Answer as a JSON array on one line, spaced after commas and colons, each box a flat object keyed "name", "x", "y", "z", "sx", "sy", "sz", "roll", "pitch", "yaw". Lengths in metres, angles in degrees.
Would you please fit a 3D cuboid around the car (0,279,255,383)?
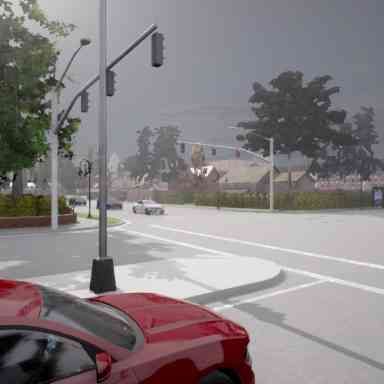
[{"name": "car", "x": -1.680, "y": 1.478, "z": 2.570, "sx": 5.008, "sy": 1.535, "sz": 1.882, "roll": 0, "pitch": 0, "yaw": -35}]

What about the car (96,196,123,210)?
[{"name": "car", "x": -10.541, "y": 1.353, "z": 42.578, "sx": 2.097, "sy": 1.767, "sz": 4.553, "roll": 0, "pitch": 0, "yaw": -36}]

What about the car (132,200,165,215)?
[{"name": "car", "x": -4.618, "y": 1.526, "z": 34.389, "sx": 1.812, "sy": 1.442, "sz": 4.674, "roll": 0, "pitch": 0, "yaw": -35}]

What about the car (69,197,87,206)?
[{"name": "car", "x": -18.321, "y": 1.505, "z": 53.329, "sx": 1.837, "sy": 1.490, "sz": 4.892, "roll": 0, "pitch": 0, "yaw": -36}]
